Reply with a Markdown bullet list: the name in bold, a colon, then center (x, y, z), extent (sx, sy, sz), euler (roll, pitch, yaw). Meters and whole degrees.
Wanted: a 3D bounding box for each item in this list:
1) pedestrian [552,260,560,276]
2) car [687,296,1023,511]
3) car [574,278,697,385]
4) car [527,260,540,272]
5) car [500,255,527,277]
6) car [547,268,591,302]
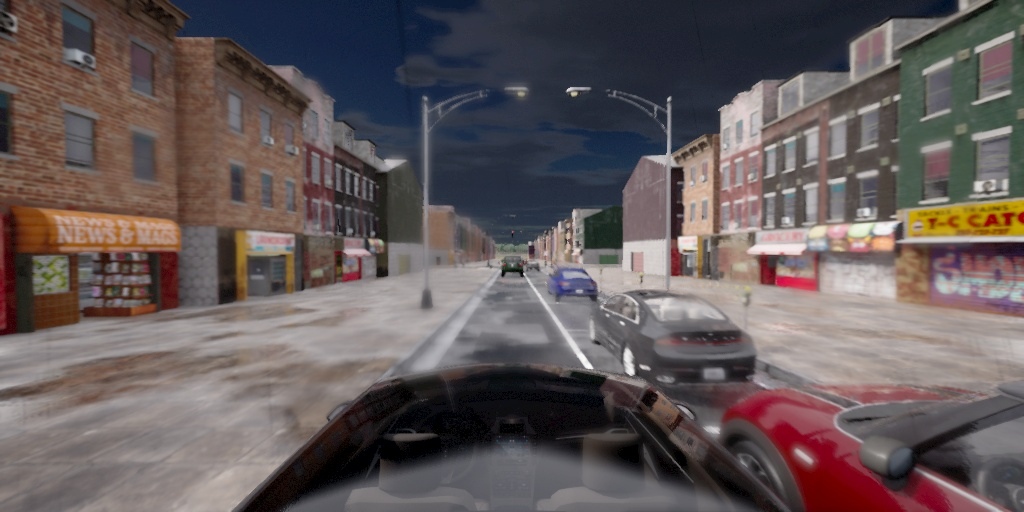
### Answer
- **pedestrian**: center (2.423, 1.038, 19.615), extent (0.375, 1.860, 0.375), euler (-1, 1, -10)
- **car**: center (2.636, 1.190, 1.299), extent (1.967, 1.591, 4.097), euler (0, 0, 0)
- **car**: center (2.636, 1.298, 6.845), extent (2.007, 1.370, 4.403), euler (0, 0, 0)
- **car**: center (2.636, 1.299, 45.664), extent (2.007, 1.370, 4.403), euler (0, 0, 0)
- **car**: center (0.048, 0.965, 35.257), extent (2.150, 2.045, 5.566), euler (0, 0, 0)
- **car**: center (2.750, 1.271, 16.853), extent (1.812, 1.442, 4.674), euler (0, 0, 0)
